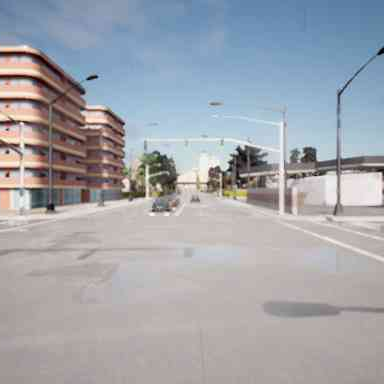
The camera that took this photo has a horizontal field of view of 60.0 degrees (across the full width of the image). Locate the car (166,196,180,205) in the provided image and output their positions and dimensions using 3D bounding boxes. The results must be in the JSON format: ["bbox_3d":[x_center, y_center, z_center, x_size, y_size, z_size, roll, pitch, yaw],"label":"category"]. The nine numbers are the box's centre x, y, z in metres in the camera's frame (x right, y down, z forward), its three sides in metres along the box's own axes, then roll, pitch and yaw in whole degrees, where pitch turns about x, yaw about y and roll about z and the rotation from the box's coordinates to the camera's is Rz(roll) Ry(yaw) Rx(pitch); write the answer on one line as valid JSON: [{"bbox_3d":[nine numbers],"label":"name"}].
[{"bbox_3d":[-2.995,1.377,54.275,1.895,1.301,4.718,0,0,1],"label":"car"}]

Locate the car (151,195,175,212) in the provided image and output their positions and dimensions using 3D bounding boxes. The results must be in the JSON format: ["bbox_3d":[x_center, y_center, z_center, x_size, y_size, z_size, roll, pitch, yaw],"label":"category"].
[{"bbox_3d":[-3.233,1.359,36.013,1.837,1.490,4.892,0,0,1],"label":"car"}]

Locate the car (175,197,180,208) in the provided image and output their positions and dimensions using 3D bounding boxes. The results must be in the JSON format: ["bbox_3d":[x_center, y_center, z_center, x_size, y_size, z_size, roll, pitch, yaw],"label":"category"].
[{"bbox_3d":[-3.124,1.167,45.171,2.097,1.767,4.553,0,0,1],"label":"car"}]

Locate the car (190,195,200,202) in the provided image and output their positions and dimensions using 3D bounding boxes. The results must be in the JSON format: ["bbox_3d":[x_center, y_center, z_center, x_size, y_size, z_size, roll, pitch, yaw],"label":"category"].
[{"bbox_3d":[0.635,1.274,64.621,2.033,1.411,5.357,0,0,1],"label":"car"}]
